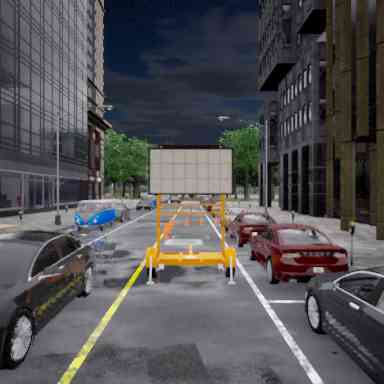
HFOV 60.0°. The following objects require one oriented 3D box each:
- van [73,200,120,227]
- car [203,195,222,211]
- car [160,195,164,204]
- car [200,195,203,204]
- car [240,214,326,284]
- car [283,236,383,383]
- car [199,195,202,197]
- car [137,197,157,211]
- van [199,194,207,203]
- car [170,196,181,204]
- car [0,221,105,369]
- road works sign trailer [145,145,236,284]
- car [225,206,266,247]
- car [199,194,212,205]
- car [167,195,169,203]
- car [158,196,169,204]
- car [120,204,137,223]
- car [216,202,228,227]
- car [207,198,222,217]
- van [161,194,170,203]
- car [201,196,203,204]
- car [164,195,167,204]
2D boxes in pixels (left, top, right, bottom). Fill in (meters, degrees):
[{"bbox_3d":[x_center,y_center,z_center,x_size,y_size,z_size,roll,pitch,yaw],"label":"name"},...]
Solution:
[{"bbox_3d":[-5.828,1.367,20.275,1.690,1.788,3.998,0,0,0],"label":"van"},{"bbox_3d":[2.645,1.363,36.615,2.192,1.841,5.009,0,0,0],"label":"car"},{"bbox_3d":[-5.932,1.599,52.730,1.752,1.417,4.829,0,0,0],"label":"car"},{"bbox_3d":[2.592,1.619,52.928,1.887,1.381,4.507,0,0,0],"label":"car"},{"bbox_3d":[2.733,1.556,9.427,1.887,1.381,4.507,0,0,0],"label":"car"},{"bbox_3d":[2.751,1.556,3.989,2.008,1.369,4.403,0,0,0],"label":"car"},{"bbox_3d":[2.575,1.524,58.365,1.967,1.590,4.097,0,0,0],"label":"car"},{"bbox_3d":[-5.897,1.622,42.025,1.947,1.339,4.313,0,0,0],"label":"car"},{"bbox_3d":[2.522,1.455,74.678,1.690,1.788,3.998,0,0,0],"label":"van"},{"bbox_3d":[-3.206,1.572,64.237,1.882,1.535,5.008,0,0,0],"label":"car"},{"bbox_3d":[-3.118,1.512,5.781,1.837,1.490,4.892,0,0,0],"label":"car"},{"bbox_3d":[-0.029,0.476,9.561,2.380,3.560,2.880,0,0,0],"label":"road works sign trailer"},{"bbox_3d":[2.716,1.563,14.865,1.887,1.381,4.507,0,0,0],"label":"car"},{"bbox_3d":[2.557,1.409,63.803,2.192,1.841,5.009,0,0,0],"label":"car"},{"bbox_3d":[-5.967,1.619,63.605,1.752,1.417,4.829,0,0,0],"label":"car"},{"bbox_3d":[-5.985,1.544,69.213,1.967,1.590,4.097,0,0,0],"label":"car"},{"bbox_3d":[-5.845,1.584,25.712,2.008,1.369,4.403,0,0,0],"label":"car"},{"bbox_3d":[2.697,1.551,20.472,1.752,1.417,4.829,0,0,0],"label":"car"},{"bbox_3d":[2.662,1.566,31.347,1.752,1.417,4.829,0,0,0],"label":"car"},{"bbox_3d":[-6.003,1.455,74.651,1.690,1.788,3.998,0,0,0],"label":"van"},{"bbox_3d":[2.609,1.591,47.660,1.752,1.417,4.829,0,0,0],"label":"car"},{"bbox_3d":[-5.950,1.650,58.337,1.947,1.339,4.313,0,0,0],"label":"car"}]
